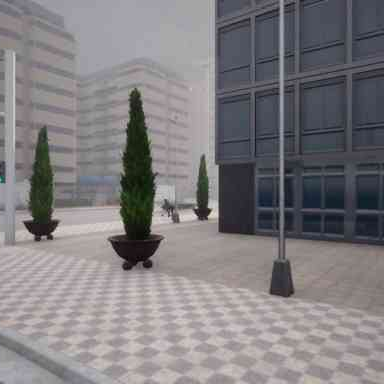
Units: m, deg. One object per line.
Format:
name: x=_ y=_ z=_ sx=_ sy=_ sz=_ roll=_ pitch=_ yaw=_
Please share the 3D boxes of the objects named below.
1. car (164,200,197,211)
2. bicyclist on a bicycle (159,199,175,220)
car: x=-1.328 y=1.656 z=40.988 sx=1.895 sy=1.301 sz=4.718 roll=0 pitch=0 yaw=35
bicyclist on a bicycle: x=-1.908 y=1.356 z=25.824 sx=1.656 sy=1.620 sz=0.582 roll=0 pitch=0 yaw=35
